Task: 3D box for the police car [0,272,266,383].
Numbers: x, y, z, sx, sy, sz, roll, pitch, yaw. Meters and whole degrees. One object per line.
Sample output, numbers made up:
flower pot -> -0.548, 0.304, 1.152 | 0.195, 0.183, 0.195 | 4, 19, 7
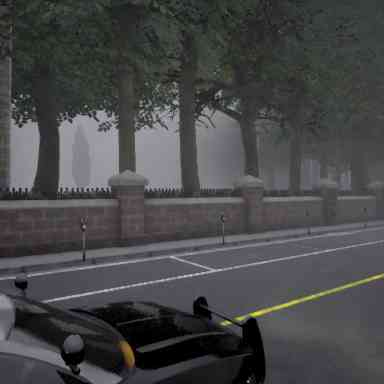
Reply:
police car -> -1.615, 1.425, 2.282 | 5.238, 1.638, 1.930 | 0, 0, -36
